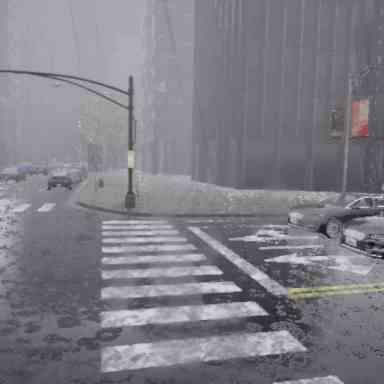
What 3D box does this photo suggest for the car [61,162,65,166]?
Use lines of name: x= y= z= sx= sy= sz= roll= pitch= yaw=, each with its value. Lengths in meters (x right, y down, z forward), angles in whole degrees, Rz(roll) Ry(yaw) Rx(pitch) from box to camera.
car: x=-34.743 y=-6.898 z=86.928 sx=2.192 sy=1.841 sz=5.009 roll=0 pitch=5 yaw=-15

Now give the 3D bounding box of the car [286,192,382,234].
car: x=5.881 y=0.772 z=12.313 sx=4.902 sy=1.511 sz=2.128 roll=1 pitch=5 yaw=-18

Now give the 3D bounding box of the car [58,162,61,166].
car: x=-31.975 y=-5.689 z=76.322 sx=1.947 sy=1.339 sz=4.313 roll=0 pitch=5 yaw=-15

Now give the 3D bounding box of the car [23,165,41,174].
car: x=-26.428 y=-3.789 z=55.065 sx=1.887 sy=1.381 sz=4.507 roll=0 pitch=5 yaw=-15

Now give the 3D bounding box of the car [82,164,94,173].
car: x=-19.564 y=-4.387 z=62.527 sx=1.967 sy=1.590 sz=4.097 roll=0 pitch=5 yaw=-15

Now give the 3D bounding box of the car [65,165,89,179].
car: x=-12.632 y=-1.873 z=35.965 sx=2.008 sy=1.369 sz=4.403 roll=0 pitch=5 yaw=-15

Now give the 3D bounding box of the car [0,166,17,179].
car: x=-22.268 y=-2.326 z=39.126 sx=1.947 sy=1.339 sz=4.313 roll=0 pitch=5 yaw=-15

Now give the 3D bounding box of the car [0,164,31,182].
car: x=-18.041 y=-1.800 z=33.497 sx=1.812 sy=1.442 sz=4.674 roll=0 pitch=5 yaw=-14

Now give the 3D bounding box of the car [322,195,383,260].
car: x=6.461 y=1.050 z=9.062 sx=4.902 sy=1.511 sz=2.128 roll=1 pitch=5 yaw=-14

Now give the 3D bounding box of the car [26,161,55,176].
car: x=-21.795 y=-3.431 z=48.124 sx=2.150 sy=2.045 sz=5.566 roll=0 pitch=5 yaw=-14

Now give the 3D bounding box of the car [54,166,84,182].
car: x=-11.288 y=-1.432 z=30.813 sx=1.752 sy=1.417 sz=4.829 roll=0 pitch=5 yaw=-15

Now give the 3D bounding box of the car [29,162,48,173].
car: x=-27.809 y=-4.498 z=60.360 sx=2.192 sy=1.841 sz=5.009 roll=0 pitch=5 yaw=-15

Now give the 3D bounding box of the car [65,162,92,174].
car: x=-14.014 y=-2.589 z=41.260 sx=2.192 sy=1.841 sz=5.009 roll=0 pitch=5 yaw=-15

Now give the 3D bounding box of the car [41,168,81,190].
car: x=-9.859 y=-0.911 z=25.337 sx=2.008 sy=1.369 sz=4.403 roll=0 pitch=5 yaw=-15

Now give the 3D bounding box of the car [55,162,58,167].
car: x=-30.583 y=-5.459 z=70.987 sx=2.192 sy=1.841 sz=5.009 roll=0 pitch=5 yaw=-15
